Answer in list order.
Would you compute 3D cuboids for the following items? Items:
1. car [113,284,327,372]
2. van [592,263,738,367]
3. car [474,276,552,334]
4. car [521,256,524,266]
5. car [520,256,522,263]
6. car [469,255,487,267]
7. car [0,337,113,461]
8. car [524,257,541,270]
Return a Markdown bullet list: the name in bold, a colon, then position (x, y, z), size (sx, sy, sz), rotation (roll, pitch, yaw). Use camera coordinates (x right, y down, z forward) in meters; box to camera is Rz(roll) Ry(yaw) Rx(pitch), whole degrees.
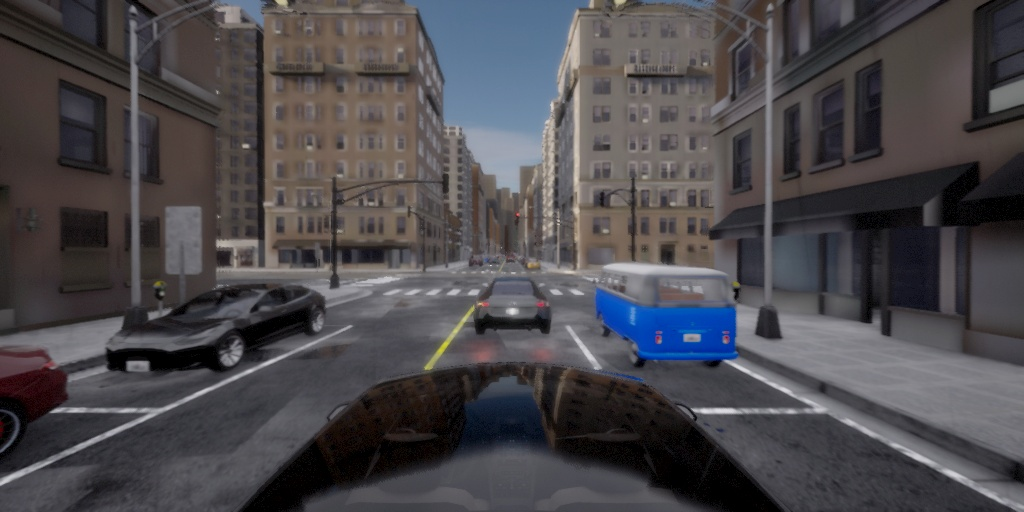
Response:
- **car**: position (-5.642, 1.283, 7.601), size (1.948, 1.339, 4.313), rotation (0, 0, 0)
- **van**: position (2.883, 1.059, 7.573), size (1.690, 1.789, 3.998), rotation (0, 0, 0)
- **car**: position (0.039, 1.266, 10.488), size (1.994, 1.385, 4.181), rotation (0, 0, 1)
- **car**: position (2.800, 0.904, 52.287), size (1.967, 1.591, 4.097), rotation (0, 0, -1)
- **car**: position (2.748, 0.982, 57.813), size (2.007, 1.370, 4.403), rotation (0, 0, -1)
- **car**: position (-5.777, 0.746, 57.735), size (2.192, 1.841, 5.009), rotation (0, 0, -1)
- **car**: position (-5.666, 1.329, 2.150), size (1.802, 1.307, 4.207), rotation (0, 0, 0)
- **car**: position (2.849, 1.023, 46.932), size (1.751, 1.417, 4.829), rotation (0, 0, -1)
